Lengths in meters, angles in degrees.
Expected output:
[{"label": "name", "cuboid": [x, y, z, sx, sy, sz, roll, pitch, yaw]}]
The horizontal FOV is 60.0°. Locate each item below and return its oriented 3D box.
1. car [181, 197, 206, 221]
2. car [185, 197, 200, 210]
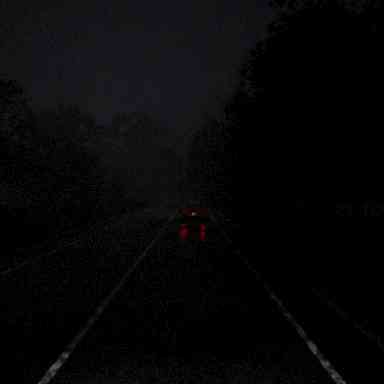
[{"label": "car", "cuboid": [0.102, 1.450, 27.148, 1.882, 1.535, 5.008, 0, 0, 0]}, {"label": "car", "cuboid": [0.105, 1.397, 43.126, 1.837, 1.490, 4.892, 0, 1, 0]}]
